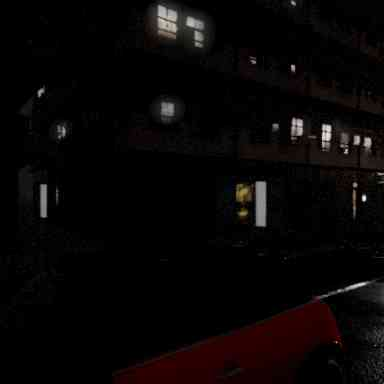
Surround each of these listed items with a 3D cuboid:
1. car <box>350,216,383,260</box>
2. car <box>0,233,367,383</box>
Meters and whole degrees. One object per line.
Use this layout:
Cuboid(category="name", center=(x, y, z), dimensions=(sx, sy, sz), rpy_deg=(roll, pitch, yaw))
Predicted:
Cuboid(category="car", center=(6.902, 1.512, 11.475), dimensions=(4.403, 1.369, 2.008), rpy_deg=(0, 0, -35))
Cuboid(category="car", center=(-0.743, 1.349, 2.844), dimensions=(4.553, 1.767, 2.097), rpy_deg=(0, 0, -36))
